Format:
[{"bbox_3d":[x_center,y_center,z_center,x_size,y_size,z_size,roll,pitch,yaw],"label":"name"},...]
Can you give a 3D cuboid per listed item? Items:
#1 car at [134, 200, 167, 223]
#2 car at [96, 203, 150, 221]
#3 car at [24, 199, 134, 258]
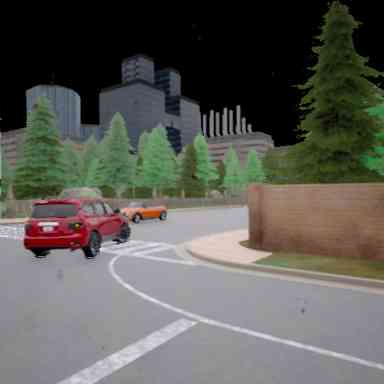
[{"bbox_3d":[-4.095,1.474,26.563,2.097,1.767,4.553,0,0,35],"label":"car"},{"bbox_3d":[-6.054,1.745,29.852,1.895,1.301,4.718,0,0,35],"label":"car"},{"bbox_3d":[-4.290,1.293,13.282,2.150,2.045,5.566,-2,-1,6],"label":"car"}]
